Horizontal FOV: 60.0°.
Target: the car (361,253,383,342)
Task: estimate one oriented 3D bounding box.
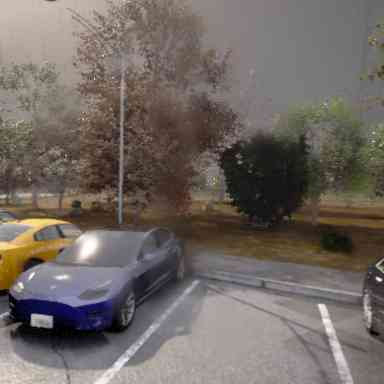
[{"bbox_3d":[3.315,1.490,3.756,2.231,1.521,4.892,1,0,15],"label":"car"}]

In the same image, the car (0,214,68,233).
[{"bbox_3d":[-3.990,1.458,8.872,2.097,1.535,5.008,0,-1,15],"label":"car"}]

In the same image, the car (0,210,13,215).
[{"bbox_3d":[-6.442,1.324,10.538,2.185,1.767,4.553,0,-1,14],"label":"car"}]

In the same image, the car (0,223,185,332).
[{"bbox_3d":[-1.555,1.497,7.147,2.163,1.488,4.792,1,0,15],"label":"car"}]
